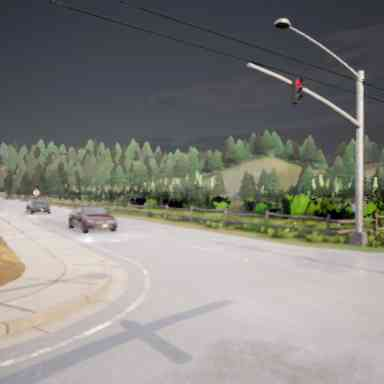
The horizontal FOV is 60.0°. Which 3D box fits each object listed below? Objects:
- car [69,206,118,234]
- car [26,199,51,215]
[{"bbox_3d":[-5.989,1.554,19.818,1.812,1.442,4.674,1,0,-34],"label":"car"},{"bbox_3d":[-15.838,1.514,34.250,1.837,1.490,4.892,1,0,-34],"label":"car"}]
